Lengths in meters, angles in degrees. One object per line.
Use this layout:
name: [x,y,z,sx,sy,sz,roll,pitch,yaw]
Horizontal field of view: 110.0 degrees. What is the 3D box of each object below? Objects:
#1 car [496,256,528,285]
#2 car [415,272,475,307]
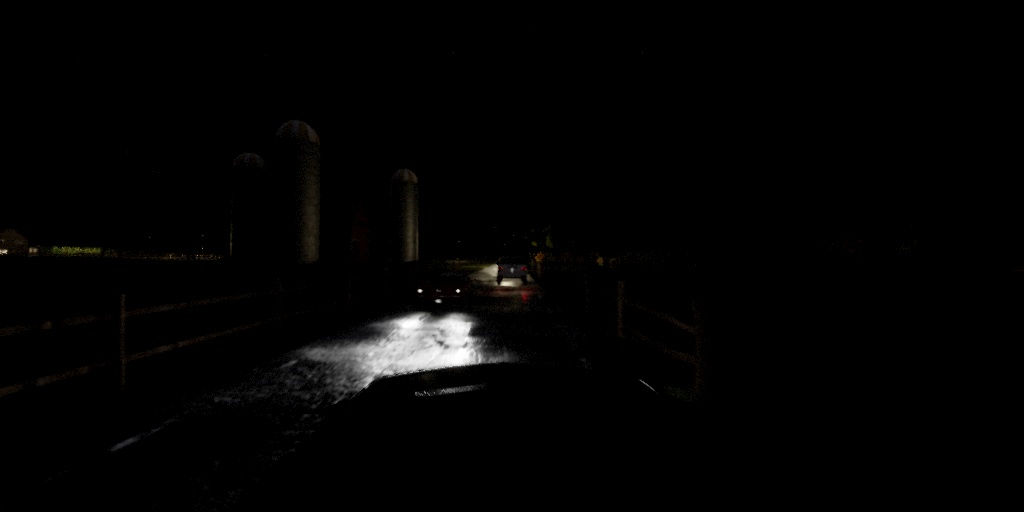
car: [0.007,0.999,26.902,2.150,2.045,5.566,0,0,0]
car: [-2.746,1.395,15.643,1.895,1.301,4.718,0,0,0]
